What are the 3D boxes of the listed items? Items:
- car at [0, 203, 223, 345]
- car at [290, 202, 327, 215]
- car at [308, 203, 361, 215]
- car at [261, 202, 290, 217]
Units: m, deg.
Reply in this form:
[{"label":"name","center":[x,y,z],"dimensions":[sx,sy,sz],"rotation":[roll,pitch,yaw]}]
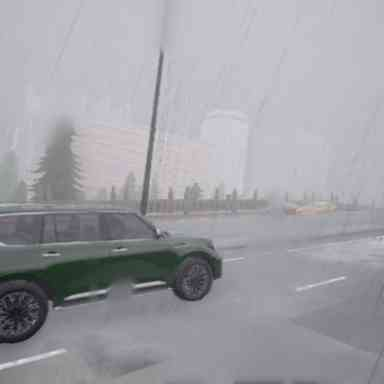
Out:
[{"label":"car","center":[-1.956,1.235,6.651],"dimensions":[5.566,2.045,2.150],"rotation":[0,0,-35]},{"label":"car","center":[11.185,1.633,29.159],"dimensions":[5.008,1.535,1.882],"rotation":[0,0,-35]},{"label":"car","center":[10.951,1.703,24.696],"dimensions":[4.181,1.385,1.994],"rotation":[0,0,-35]},{"label":"car","center":[8.642,1.678,31.644],"dimensions":[4.674,1.442,1.812],"rotation":[0,0,-35]}]
